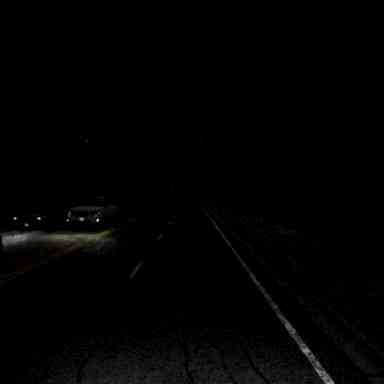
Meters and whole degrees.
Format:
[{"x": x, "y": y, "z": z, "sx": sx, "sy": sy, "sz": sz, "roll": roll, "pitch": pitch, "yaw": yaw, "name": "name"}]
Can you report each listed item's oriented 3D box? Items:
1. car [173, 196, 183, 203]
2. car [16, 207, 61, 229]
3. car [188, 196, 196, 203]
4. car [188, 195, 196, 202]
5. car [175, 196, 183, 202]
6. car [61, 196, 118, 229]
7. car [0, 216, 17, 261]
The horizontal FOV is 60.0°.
[{"x": -3.247, "y": 1.796, "z": 75.796, "sx": 1.994, "sy": 1.385, "sz": 4.181, "roll": 0, "pitch": 0, "yaw": 0, "name": "car"}, {"x": -9.785, "y": 1.653, "z": 21.909, "sx": 1.895, "sy": 1.301, "sz": 4.718, "roll": 0, "pitch": 0, "yaw": 0, "name": "car"}, {"x": 0.003, "y": 1.720, "z": 75.412, "sx": 1.882, "sy": 1.535, "sz": 5.008, "roll": 0, "pitch": 0, "yaw": 0, "name": "car"}, {"x": 0.004, "y": 1.670, "z": 85.830, "sx": 1.882, "sy": 1.535, "sz": 5.008, "roll": 0, "pitch": 0, "yaw": 0, "name": "car"}, {"x": -3.246, "y": 1.715, "z": 85.829, "sx": 1.812, "sy": 1.442, "sz": 4.674, "roll": 0, "pitch": 0, "yaw": 0, "name": "car"}, {"x": -6.529, "y": 1.278, "z": 22.500, "sx": 2.150, "sy": 2.045, "sz": 5.566, "roll": 0, "pitch": 0, "yaw": 0, "name": "car"}, {"x": -6.549, "y": 1.542, "z": 8.201, "sx": 1.812, "sy": 1.442, "sz": 4.674, "roll": 0, "pitch": 0, "yaw": 1, "name": "car"}]
